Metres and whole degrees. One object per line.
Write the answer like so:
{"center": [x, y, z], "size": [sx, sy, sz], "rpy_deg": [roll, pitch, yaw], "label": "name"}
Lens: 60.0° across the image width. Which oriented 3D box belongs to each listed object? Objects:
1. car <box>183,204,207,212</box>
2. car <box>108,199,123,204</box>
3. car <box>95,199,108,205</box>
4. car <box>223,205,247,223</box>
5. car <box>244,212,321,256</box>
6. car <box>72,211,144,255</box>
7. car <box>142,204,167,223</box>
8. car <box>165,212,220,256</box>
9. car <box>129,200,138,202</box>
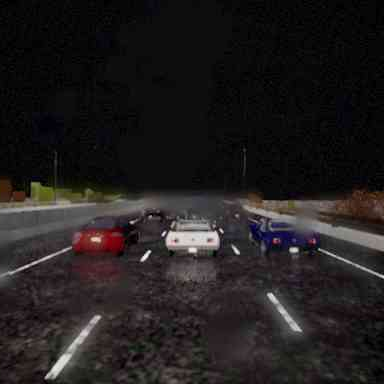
{"center": [0.230, 1.795, 28.868], "size": [2.128, 1.511, 4.902], "rpy_deg": [0, -1, 1], "label": "car"}
{"center": [-16.037, 2.339, 72.219], "size": [1.812, 1.442, 4.674], "rpy_deg": [0, -1, 2], "label": "car"}
{"center": [-19.533, 2.293, 72.378], "size": [1.882, 1.535, 5.008], "rpy_deg": [0, -1, 2], "label": "car"}
{"center": [3.732, 1.829, 28.887], "size": [1.812, 1.442, 4.674], "rpy_deg": [0, 0, 1], "label": "car"}
{"center": [3.549, 1.739, 13.729], "size": [1.895, 1.301, 4.718], "rpy_deg": [0, -1, 0], "label": "car"}
{"center": [-3.447, 1.705, 13.997], "size": [1.994, 1.385, 4.181], "rpy_deg": [0, -1, 1], "label": "car"}
{"center": [-3.269, 1.794, 28.927], "size": [2.128, 1.511, 4.902], "rpy_deg": [0, -1, 1], "label": "car"}
{"center": [0.049, 1.739, 13.757], "size": [1.895, 1.301, 4.718], "rpy_deg": [0, -1, 0], "label": "car"}
{"center": [-12.540, 2.368, 72.062], "size": [1.994, 1.385, 4.181], "rpy_deg": [0, -1, 2], "label": "car"}
